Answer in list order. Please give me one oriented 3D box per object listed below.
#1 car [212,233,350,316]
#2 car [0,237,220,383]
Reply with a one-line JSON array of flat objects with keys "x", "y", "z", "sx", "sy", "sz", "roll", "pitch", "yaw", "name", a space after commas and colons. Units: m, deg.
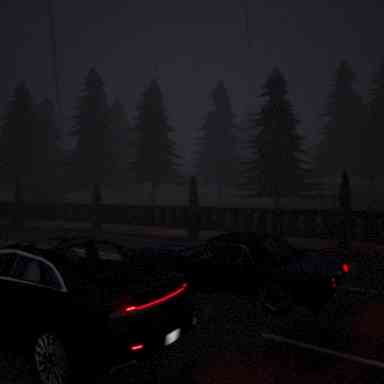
[{"x": 0.827, "y": 1.581, "z": 7.439, "sx": 4.718, "sy": 1.301, "sz": 1.895, "roll": 0, "pitch": 0, "yaw": 33, "name": "car"}, {"x": -2.265, "y": 1.480, "z": 5.211, "sx": 4.902, "sy": 1.511, "sz": 2.128, "roll": 0, "pitch": 0, "yaw": 33, "name": "car"}]
